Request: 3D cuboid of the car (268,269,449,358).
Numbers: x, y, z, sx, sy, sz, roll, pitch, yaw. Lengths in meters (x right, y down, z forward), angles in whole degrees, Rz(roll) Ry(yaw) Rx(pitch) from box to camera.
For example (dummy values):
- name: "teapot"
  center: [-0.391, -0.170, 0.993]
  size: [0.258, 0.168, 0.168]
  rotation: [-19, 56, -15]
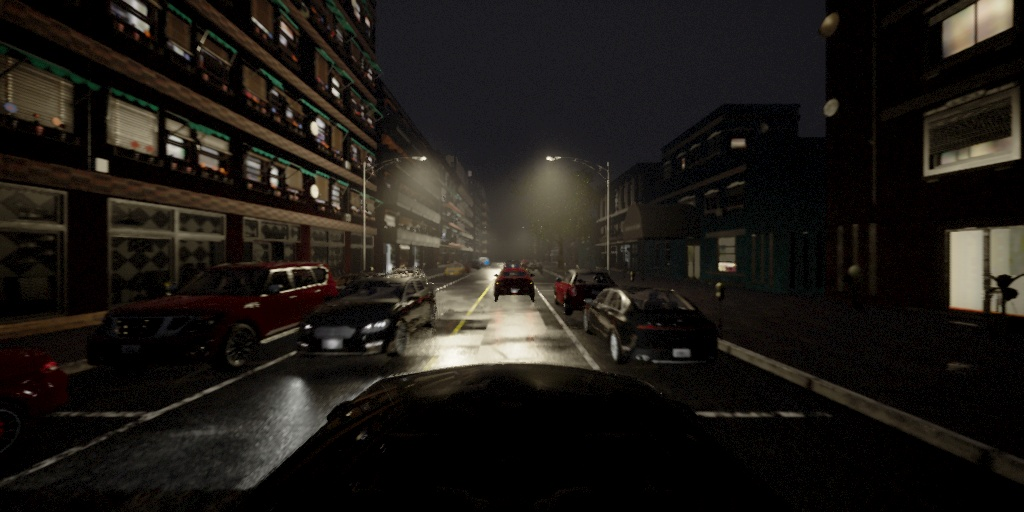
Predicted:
- name: "car"
  center: [-3.091, 1.248, 8.625]
  size: [2.128, 1.511, 4.902]
  rotation: [0, 0, 0]

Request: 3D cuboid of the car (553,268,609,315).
- name: "car"
  center: [2.691, 1.204, 13.561]
  size: [1.967, 1.591, 4.097]
  rotation: [0, 0, 0]

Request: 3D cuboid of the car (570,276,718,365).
- name: "car"
  center: [2.690, 1.307, 7.864]
  size: [2.007, 1.370, 4.403]
  rotation: [0, 0, 0]

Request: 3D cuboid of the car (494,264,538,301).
- name: "car"
  center: [0.101, 1.296, 17.462]
  size: [1.812, 1.442, 4.674]
  rotation: [0, 0, 0]

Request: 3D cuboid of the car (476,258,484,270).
- name: "car"
  center: [-5.686, 1.407, 53.439]
  size: [1.948, 1.339, 4.313]
  rotation: [0, 0, 0]

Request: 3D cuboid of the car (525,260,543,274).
- name: "car"
  center: [2.694, 1.365, 42.044]
  size: [2.007, 1.370, 4.403]
  rotation: [0, 0, 0]

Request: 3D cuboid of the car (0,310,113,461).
- name: "car"
  center: [-5.691, 1.333, 2.170]
  size: [1.802, 1.307, 4.207]
  rotation: [0, 0, 0]

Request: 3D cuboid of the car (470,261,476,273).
- name: "car"
  center: [-5.687, 1.360, 42.047]
  size: [1.888, 1.381, 4.507]
  rotation: [0, 0, 0]

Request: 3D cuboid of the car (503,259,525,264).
- name: "car"
  center: [0.104, 1.163, 40.186]
  size: [2.097, 1.767, 4.553]
  rotation: [0, 0, 0]

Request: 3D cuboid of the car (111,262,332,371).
- name: "car"
  center: [-5.690, 1.072, 7.867]
  size: [2.192, 1.841, 5.009]
  rotation: [0, 0, 0]

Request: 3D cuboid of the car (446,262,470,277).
- name: "car"
  center: [-5.688, 1.330, 36.180]
  size: [1.751, 1.417, 4.829]
  rotation: [0, 0, 0]
